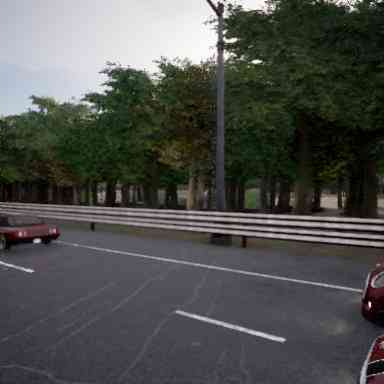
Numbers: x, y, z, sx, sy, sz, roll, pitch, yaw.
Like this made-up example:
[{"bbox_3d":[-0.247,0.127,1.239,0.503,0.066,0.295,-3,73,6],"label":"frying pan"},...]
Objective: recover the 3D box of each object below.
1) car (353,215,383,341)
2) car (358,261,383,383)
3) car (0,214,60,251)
[{"bbox_3d":[5.000,1.360,4.774,4.553,1.767,2.097,0,0,35],"label":"car"},{"bbox_3d":[3.319,1.356,1.675,4.553,1.767,2.097,0,0,35],"label":"car"},{"bbox_3d":[-7.734,1.594,14.207,4.718,1.301,1.895,0,0,38],"label":"car"}]
